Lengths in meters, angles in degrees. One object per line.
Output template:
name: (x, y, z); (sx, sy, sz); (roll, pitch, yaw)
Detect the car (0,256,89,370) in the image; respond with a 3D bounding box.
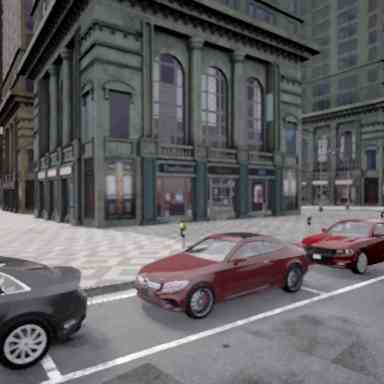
car: (-3.567, 1.553, 4.107); (4.403, 1.369, 2.008); (0, 0, -35)

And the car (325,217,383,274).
car: (5.247, 1.512, 10.393); (4.507, 1.381, 1.887); (0, 0, -35)

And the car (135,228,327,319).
car: (0.840, 1.567, 7.249); (4.206, 1.307, 1.802); (0, 0, -35)
